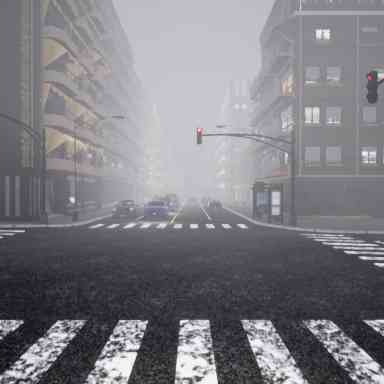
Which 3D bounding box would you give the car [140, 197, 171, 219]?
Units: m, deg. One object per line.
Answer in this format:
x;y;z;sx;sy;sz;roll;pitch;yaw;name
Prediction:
-3.096;1.474;29.325;1.882;1.535;5.008;0;0;-1;car

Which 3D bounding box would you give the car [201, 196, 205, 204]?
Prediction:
2.675;1.541;46.156;1.887;1.381;4.507;0;0;0;car

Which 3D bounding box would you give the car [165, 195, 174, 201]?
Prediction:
-5.716;1.543;85.631;2.008;1.369;4.403;0;0;0;car

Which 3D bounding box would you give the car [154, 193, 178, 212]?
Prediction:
-3.099;1.348;38.953;2.097;1.767;4.553;0;0;0;car

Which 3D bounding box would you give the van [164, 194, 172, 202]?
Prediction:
-5.715;1.335;79.992;1.690;1.788;3.998;0;0;0;van

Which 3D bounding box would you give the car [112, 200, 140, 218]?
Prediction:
-5.701;1.437;29.244;1.967;1.590;4.097;0;0;0;car

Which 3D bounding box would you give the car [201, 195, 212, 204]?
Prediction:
2.670;1.435;63.073;1.967;1.590;4.097;0;0;0;car

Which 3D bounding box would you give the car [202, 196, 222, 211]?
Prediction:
2.676;1.547;40.518;2.008;1.369;4.403;0;0;0;car

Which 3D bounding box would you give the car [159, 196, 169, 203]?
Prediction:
-5.712;1.520;68.545;1.752;1.417;4.829;0;0;0;car

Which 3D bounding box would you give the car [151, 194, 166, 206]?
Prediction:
-5.710;1.311;57.437;2.192;1.841;5.009;0;0;0;car

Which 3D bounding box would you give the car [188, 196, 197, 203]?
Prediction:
0.079;1.559;69.743;1.994;1.385;4.181;0;0;0;car
